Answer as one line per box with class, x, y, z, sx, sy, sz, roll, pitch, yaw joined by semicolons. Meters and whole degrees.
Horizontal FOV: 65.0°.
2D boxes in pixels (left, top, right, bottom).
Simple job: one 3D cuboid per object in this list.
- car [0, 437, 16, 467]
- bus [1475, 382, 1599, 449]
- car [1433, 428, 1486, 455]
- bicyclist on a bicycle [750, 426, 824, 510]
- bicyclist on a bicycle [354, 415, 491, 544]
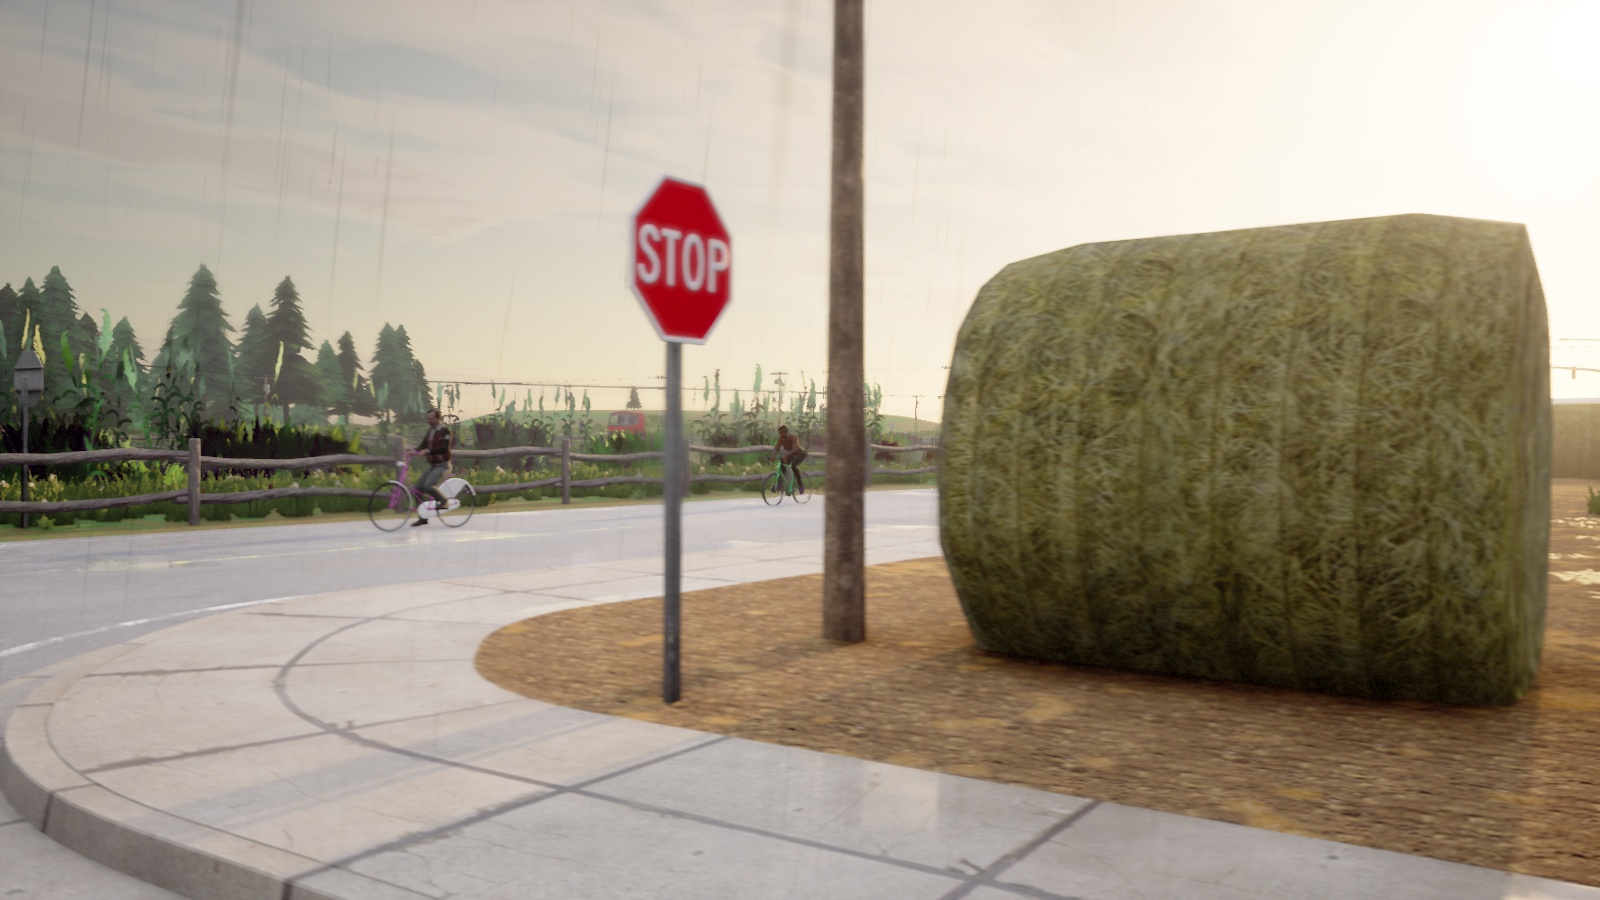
car;-46.822;0.163;70.097;2.242;1.667;4.611;0;1;33
bus;50.683;-2.231;82.924;10.273;4.253;3.944;0;0;36
car;35.946;-0.487;68.396;1.994;1.385;4.181;0;1;36
bicyclist on a bicycle;-0.240;0.329;25.203;0.582;1.620;1.656;0;1;36
bicyclist on a bicycle;-5.430;0.391;18.163;0.659;1.776;1.843;0;1;36
